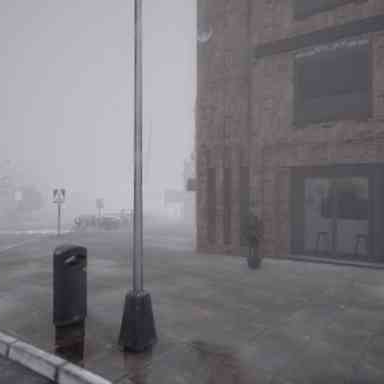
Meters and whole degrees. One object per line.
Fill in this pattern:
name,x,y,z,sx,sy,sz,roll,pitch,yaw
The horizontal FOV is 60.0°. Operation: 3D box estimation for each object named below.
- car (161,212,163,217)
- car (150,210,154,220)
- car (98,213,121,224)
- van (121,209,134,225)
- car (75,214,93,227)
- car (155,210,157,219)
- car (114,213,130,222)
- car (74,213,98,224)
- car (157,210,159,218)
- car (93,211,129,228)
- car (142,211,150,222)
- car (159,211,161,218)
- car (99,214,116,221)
car,-9.266,5.542,83.046,2.435,2.045,5.566,0,-3,-1
car,-8.739,4.356,61.048,2.185,1.767,4.553,0,-3,-1
car,-11.539,3.701,46.770,2.033,1.411,5.357,0,-3,-1
van,-8.342,3.271,44.536,1.878,1.987,4.442,0,-3,-1
car,-11.260,3.151,36.647,1.895,1.301,4.718,0,-3,-2
car,-8.870,4.685,66.563,2.185,1.767,4.553,0,-3,-1
car,-11.856,4.243,56.568,1.837,1.490,4.892,0,-3,-1
car,-14.755,3.705,46.509,1.994,1.385,4.181,0,-3,-2
car,-9.003,5.142,72.094,2.231,1.521,4.892,0,-3,-1
car,-8.057,2.876,33.435,2.002,1.452,4.674,2,-3,-1
car,-8.603,4.187,55.429,2.002,1.452,4.674,0,-3,-1
car,-9.136,5.469,77.609,2.097,1.535,5.008,0,-3,-1
car,-15.083,4.530,59.722,1.895,1.301,4.718,0,-3,-1
